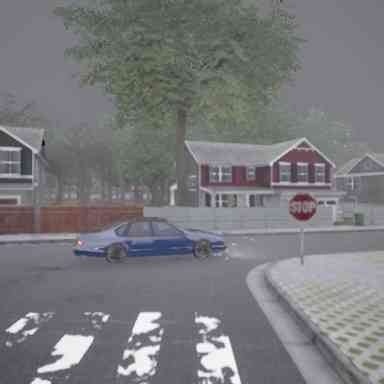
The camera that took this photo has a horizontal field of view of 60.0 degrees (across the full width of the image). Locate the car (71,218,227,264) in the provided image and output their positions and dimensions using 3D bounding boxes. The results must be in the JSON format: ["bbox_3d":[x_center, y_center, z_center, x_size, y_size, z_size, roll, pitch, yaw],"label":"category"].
[{"bbox_3d":[-1.483,1.645,11.938,5.357,1.411,2.033,1,-1,-20],"label":"car"}]
